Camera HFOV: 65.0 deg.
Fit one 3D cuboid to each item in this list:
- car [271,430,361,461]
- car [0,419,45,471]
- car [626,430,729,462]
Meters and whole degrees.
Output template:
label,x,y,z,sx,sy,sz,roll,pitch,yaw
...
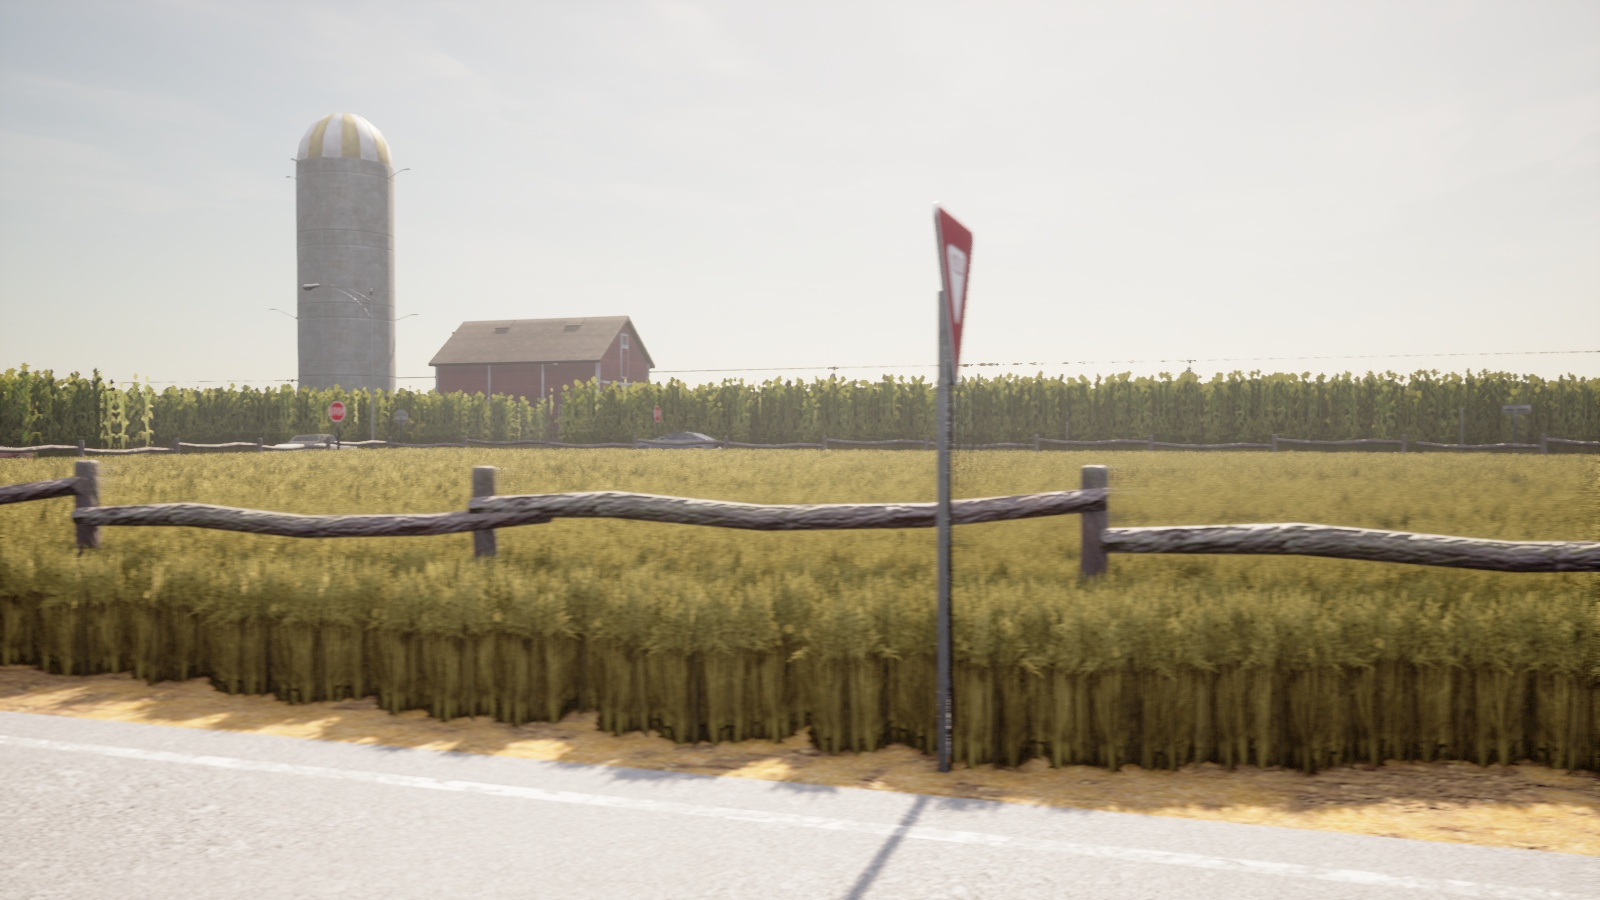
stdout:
label,x,y,z,sx,sy,sz,roll,pitch,yaw
car,-21.930,-0.238,57.131,1.895,1.301,4.718,0,2,5
car,-26.975,-0.156,39.797,2.152,1.651,5.027,1,1,19
car,-5.558,-0.197,56.938,4.181,1.385,1.994,1,1,19
